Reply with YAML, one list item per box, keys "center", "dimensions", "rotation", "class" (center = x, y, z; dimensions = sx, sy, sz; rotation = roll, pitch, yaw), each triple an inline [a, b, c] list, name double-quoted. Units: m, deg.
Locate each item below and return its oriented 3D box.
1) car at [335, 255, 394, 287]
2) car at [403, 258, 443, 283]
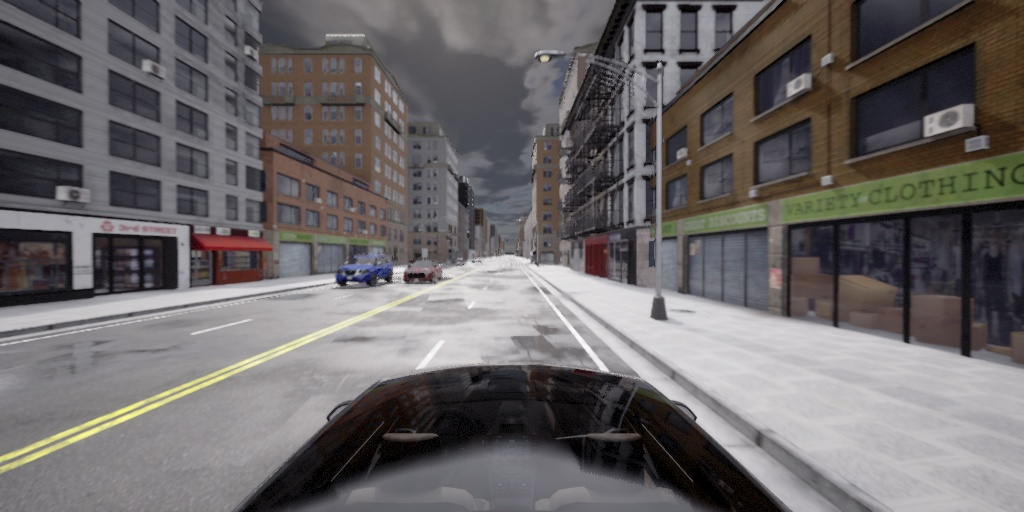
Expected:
- center: [-9.857, 0.938, 24.524]
  dimensions: [2.150, 2.045, 5.566]
  rotation: [0, 1, 0]
  class: "car"
- center: [-6.607, 1.069, 27.009]
  dimensions: [2.097, 1.767, 4.553]
  rotation: [0, 0, 0]
  class: "car"
